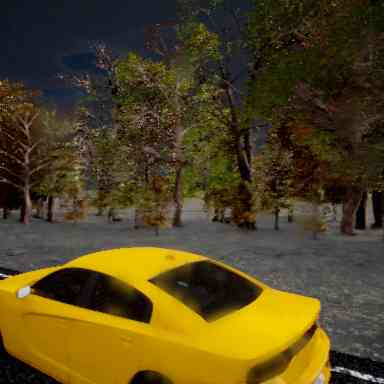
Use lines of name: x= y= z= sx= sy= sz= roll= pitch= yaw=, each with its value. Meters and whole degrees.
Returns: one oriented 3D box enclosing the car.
car: x=-0.914 y=1.496 z=4.333 sx=5.008 sy=1.535 sz=1.882 roll=0 pitch=0 yaw=35
